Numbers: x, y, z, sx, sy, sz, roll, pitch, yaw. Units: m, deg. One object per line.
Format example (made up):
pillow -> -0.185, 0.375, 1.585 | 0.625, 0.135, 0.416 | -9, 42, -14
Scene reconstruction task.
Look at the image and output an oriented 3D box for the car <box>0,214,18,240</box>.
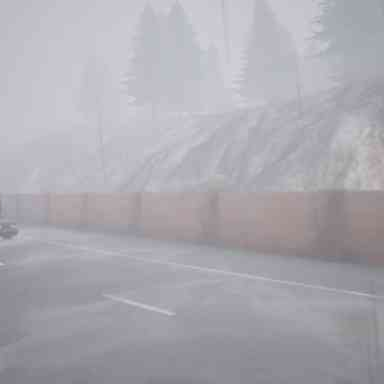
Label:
car -> -10.933, 1.729, 17.233 | 5.357, 1.411, 2.033 | -1, -1, 41
